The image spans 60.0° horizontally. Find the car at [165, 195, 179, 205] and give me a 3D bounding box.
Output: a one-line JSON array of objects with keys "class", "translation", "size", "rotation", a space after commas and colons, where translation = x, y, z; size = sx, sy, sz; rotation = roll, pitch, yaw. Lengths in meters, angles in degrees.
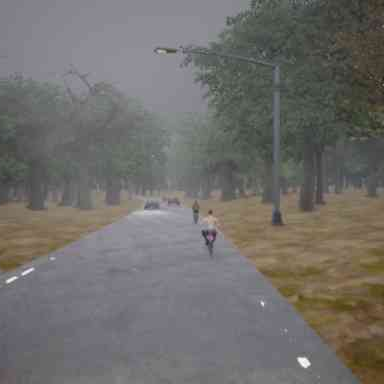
[{"class": "car", "translation": [-3.204, 1.420, 56.191], "size": [1.837, 1.490, 4.892], "rotation": [0, 0, -6]}]

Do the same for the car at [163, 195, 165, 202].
[{"class": "car", "translation": [-5.577, 1.422, 73.525], "size": [1.812, 1.442, 4.674], "rotation": [0, 0, -9]}]

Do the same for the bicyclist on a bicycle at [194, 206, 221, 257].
[{"class": "bicyclist on a bicycle", "translation": [0.637, 1.413, 11.771], "size": [0.866, 1.612, 1.509], "rotation": [0, 0, -1]}]

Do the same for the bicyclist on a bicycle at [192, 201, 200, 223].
[{"class": "bicyclist on a bicycle", "translation": [0.271, 1.411, 22.109], "size": [0.582, 1.620, 1.656], "rotation": [0, 0, -3]}]

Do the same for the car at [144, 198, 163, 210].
[{"class": "car", "translation": [-4.909, 1.528, 41.260], "size": [1.895, 1.301, 4.718], "rotation": [0, 0, -5]}]
